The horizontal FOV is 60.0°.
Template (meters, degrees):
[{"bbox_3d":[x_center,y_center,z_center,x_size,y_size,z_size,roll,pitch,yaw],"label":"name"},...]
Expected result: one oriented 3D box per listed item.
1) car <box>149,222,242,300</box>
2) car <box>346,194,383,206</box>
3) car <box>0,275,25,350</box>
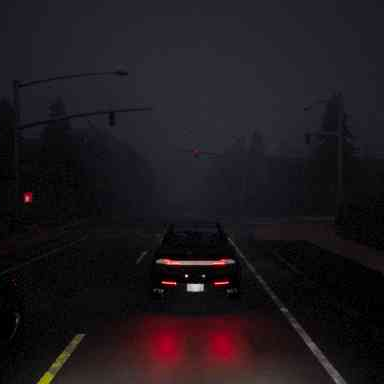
[{"bbox_3d":[0.079,1.492,8.356,2.128,1.511,4.902,0,0,0],"label":"car"},{"bbox_3d":[15.864,1.202,28.885,5.566,2.045,2.150,0,0,-8],"label":"car"},{"bbox_3d":[-3.580,1.564,3.440,1.994,1.385,4.181,0,0,0],"label":"car"}]
